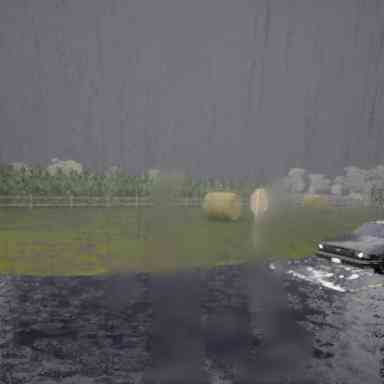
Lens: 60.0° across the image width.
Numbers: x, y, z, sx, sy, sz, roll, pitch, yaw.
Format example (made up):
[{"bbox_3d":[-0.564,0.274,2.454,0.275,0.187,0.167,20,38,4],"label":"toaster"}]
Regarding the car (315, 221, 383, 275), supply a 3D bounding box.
[{"bbox_3d":[6.597,1.698,11.027,5.357,1.411,2.033,2,1,-28],"label":"car"}]
